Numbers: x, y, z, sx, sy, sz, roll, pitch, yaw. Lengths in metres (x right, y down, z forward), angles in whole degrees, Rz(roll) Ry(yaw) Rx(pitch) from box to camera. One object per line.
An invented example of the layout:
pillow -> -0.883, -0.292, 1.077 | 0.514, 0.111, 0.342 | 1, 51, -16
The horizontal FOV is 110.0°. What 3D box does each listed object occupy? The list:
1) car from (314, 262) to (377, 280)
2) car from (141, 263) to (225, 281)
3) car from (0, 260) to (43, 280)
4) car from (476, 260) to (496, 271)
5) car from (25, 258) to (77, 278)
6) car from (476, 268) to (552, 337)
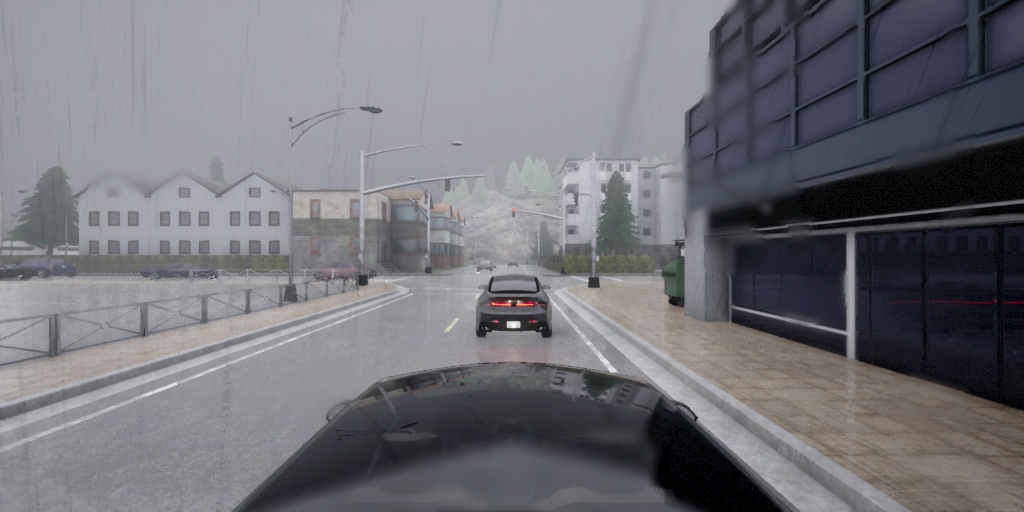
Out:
car -> -12.262, 1.137, 26.571 | 4.181, 1.385, 1.994 | 0, 0, -3
car -> -24.153, 1.174, 26.441 | 4.718, 1.301, 1.895 | 0, 0, 0
car -> -38.497, 1.174, 26.534 | 4.718, 1.301, 1.895 | 0, 0, 1
car -> -3.520, 1.275, 47.660 | 1.812, 1.442, 4.674 | 0, 0, 0
car -> -39.834, 0.925, 30.204 | 4.553, 1.767, 2.097 | 0, 0, 0
car -> 0.069, 1.255, 10.258 | 1.837, 1.490, 4.892 | 0, 0, 1
